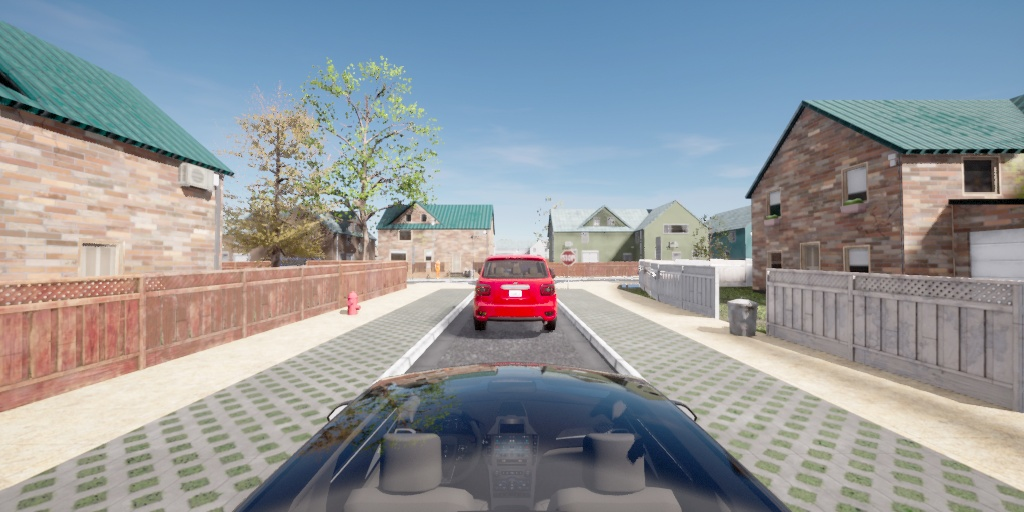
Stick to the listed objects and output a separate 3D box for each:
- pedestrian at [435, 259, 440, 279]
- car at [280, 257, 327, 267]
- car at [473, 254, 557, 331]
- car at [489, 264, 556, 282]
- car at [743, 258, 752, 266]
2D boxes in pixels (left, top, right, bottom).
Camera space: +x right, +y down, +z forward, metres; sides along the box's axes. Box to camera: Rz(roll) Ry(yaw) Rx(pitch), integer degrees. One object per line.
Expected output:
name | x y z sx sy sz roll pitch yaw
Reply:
pedestrian | -6.753 1.130 32.673 0.375 1.860 0.375 0 -1 1
car | -14.903 1.139 26.906 5.566 2.045 2.150 0 -1 1
car | 0.084 0.978 11.097 2.150 2.045 5.566 0 0 0
car | 0.869 1.391 29.661 5.357 1.411 2.033 -1 -1 1
car | 20.866 0.892 29.441 5.566 2.045 2.150 0 -1 1
